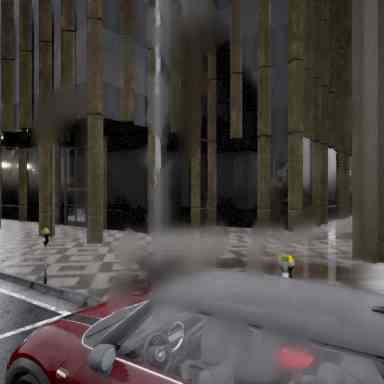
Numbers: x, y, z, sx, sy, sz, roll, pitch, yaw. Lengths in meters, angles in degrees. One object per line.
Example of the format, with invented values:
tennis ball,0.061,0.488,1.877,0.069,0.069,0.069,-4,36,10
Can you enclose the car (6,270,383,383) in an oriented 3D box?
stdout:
car,0.175,1.440,2.839,4.097,1.590,1.967,0,0,36
